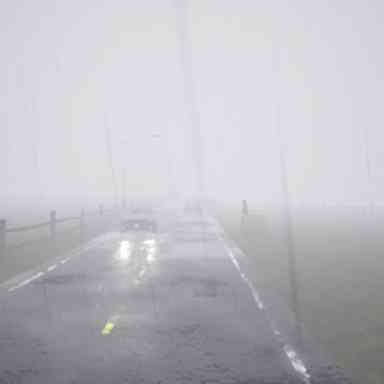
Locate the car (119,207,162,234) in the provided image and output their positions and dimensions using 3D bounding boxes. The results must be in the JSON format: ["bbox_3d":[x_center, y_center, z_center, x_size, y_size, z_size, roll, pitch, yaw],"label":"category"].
[{"bbox_3d":[-2.851,1.536,19.141,1.994,1.385,4.181,0,0,0],"label":"car"}]

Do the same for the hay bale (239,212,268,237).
[{"bbox_3d":[3.117,1.631,16.956,1.220,1.180,1.240,-1,-1,0],"label":"hay bale"}]

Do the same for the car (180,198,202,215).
[{"bbox_3d":[0.063,1.556,33.057,1.895,1.301,4.718,0,0,0],"label":"car"}]

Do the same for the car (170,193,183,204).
[{"bbox_3d":[-2.789,1.155,60.149,2.150,2.045,5.566,0,0,1],"label":"car"}]

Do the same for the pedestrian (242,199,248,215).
[{"bbox_3d":[2.824,1.291,18.062,0.375,1.860,0.375,1,-1,-2],"label":"pedestrian"}]
